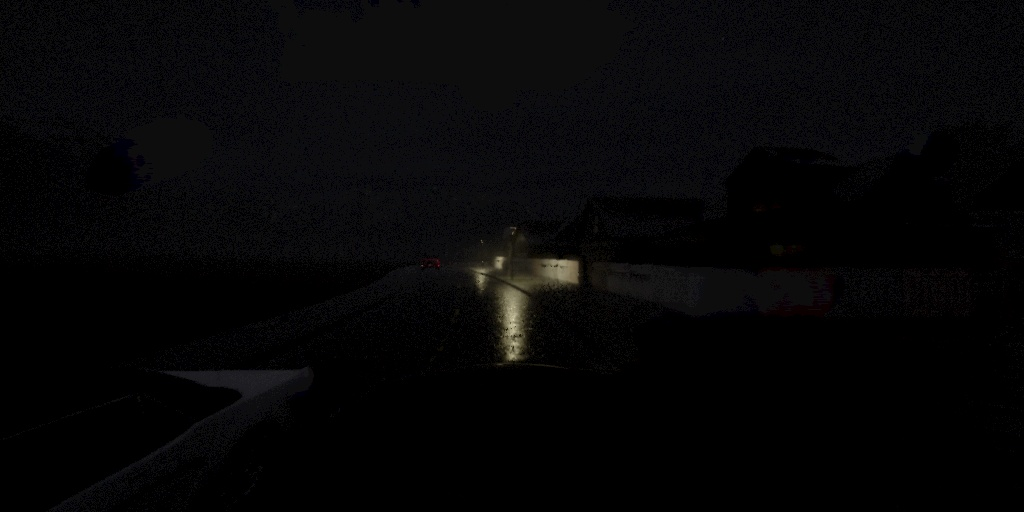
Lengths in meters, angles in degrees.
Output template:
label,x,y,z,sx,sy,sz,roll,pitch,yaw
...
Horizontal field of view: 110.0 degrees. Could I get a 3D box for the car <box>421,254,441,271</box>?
label,x,y,z,sx,sy,sz,roll,pitch,yaw
car,-10.028,0.702,44.415,2.150,2.045,5.566,0,0,-10

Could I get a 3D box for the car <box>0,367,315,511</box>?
label,x,y,z,sx,sy,sz,roll,pitch,yaw
car,-2.922,1.366,1.424,1.895,1.301,4.718,0,0,0
